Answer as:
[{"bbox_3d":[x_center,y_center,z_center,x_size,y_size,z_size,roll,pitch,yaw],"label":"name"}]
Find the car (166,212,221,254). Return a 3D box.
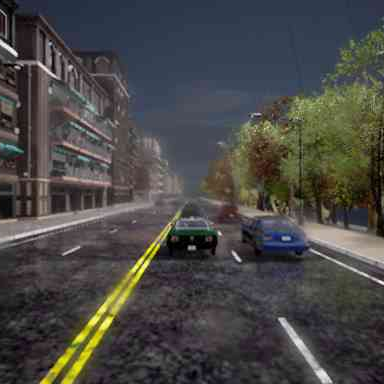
[{"bbox_3d":[0.005,1.734,14.107,1.895,1.301,4.718,0,0,0],"label":"car"}]

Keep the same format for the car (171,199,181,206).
[{"bbox_3d":[-3.239,2.201,68.235,1.994,1.385,4.181,0,-1,0],"label":"car"}]

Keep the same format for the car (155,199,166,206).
[{"bbox_3d":[-6.488,2.201,68.235,1.994,1.385,4.181,0,-1,0],"label":"car"}]

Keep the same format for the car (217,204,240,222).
[{"bbox_3d":[3.261,1.802,29.373,1.812,1.442,4.674,0,0,0],"label":"car"}]

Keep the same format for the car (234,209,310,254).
[{"bbox_3d":[3.255,1.679,13.990,2.033,1.411,5.357,0,-1,0],"label":"car"}]

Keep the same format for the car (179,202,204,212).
[{"bbox_3d":[0.010,1.784,29.304,1.837,1.490,4.892,0,0,0],"label":"car"}]
